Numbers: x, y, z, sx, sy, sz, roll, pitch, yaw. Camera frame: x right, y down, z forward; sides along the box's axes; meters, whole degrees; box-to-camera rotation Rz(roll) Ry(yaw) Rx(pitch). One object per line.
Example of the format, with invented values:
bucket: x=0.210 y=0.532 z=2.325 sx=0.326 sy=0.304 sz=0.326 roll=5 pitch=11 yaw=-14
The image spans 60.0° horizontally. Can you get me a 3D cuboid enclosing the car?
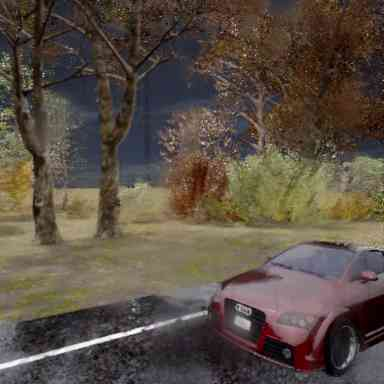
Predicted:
car: x=2.304 y=1.560 z=5.585 sx=4.181 sy=1.385 sz=1.994 roll=0 pitch=0 yaw=-35
